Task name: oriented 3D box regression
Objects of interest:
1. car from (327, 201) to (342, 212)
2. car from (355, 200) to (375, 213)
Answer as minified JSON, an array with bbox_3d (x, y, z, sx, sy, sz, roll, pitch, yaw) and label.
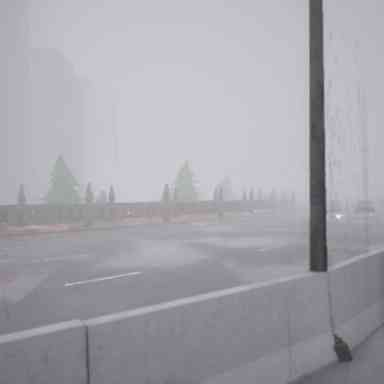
[{"bbox_3d":[17.084,1.745,40.341,1.895,1.301,4.718,0,-1,28],"label":"car"},{"bbox_3d":[19.985,1.663,38.321,2.033,1.411,5.357,0,-1,28],"label":"car"}]
